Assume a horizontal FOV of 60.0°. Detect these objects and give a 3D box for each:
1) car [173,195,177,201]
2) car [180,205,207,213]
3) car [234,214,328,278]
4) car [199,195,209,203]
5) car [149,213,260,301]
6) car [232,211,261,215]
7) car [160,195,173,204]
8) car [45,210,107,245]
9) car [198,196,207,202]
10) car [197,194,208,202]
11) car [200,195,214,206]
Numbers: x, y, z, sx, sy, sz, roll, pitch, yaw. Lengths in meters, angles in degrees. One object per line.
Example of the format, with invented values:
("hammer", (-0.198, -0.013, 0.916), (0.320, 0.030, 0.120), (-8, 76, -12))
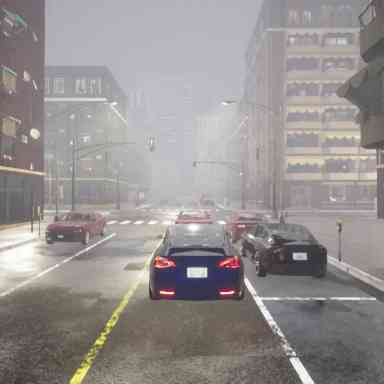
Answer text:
("car", (-5.356, 1.623, 87.848), (1.887, 1.381, 4.507), (1, 0, 0))
("car", (0.084, 1.607, 18.104), (1.895, 1.301, 4.718), (0, 0, 0))
("car", (2.568, 1.569, 9.999), (1.947, 1.339, 4.313), (1, 0, 0))
("car", (2.535, 1.493, 70.795), (1.967, 1.590, 4.097), (1, 0, 0))
("car", (0.096, 1.506, 8.381), (2.163, 1.488, 4.792), (0, 0, 0))
("car", (2.565, 1.550, 15.670), (1.887, 1.381, 4.507), (1, 0, 0))
("car", (-5.360, 1.597, 65.090), (2.008, 1.369, 4.403), (1, 0, 0))
("car", (-5.283, 1.550, 15.638), (1.887, 1.381, 4.507), (1, 0, 0))
("car", (2.527, 1.635, 82.175), (1.947, 1.339, 4.313), (1, 0, 0))
("car", (2.572, 1.359, 63.672), (2.192, 1.841, 5.009), (1, 0, 0))
("car", (2.673, 1.577, 53.726), (1.887, 1.381, 4.507), (1, 0, 0))
